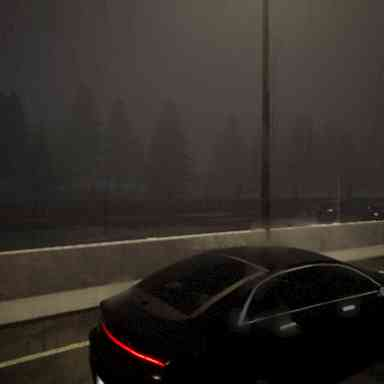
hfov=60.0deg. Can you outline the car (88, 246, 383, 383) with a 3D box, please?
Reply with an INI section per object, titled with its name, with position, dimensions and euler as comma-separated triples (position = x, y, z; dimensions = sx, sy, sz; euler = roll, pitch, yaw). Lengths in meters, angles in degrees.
[car]
position = 1.198, 1.490, 4.345
dimensions = 4.892, 1.490, 1.837
euler = 0, 0, -34
